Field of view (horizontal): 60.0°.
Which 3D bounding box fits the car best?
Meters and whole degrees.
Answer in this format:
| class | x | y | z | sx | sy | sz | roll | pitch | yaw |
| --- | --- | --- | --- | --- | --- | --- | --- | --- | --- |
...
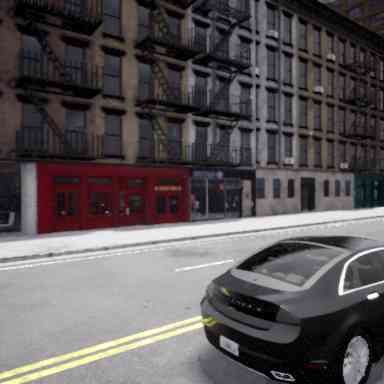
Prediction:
| class | x | y | z | sx | sy | sz | roll | pitch | yaw |
| --- | --- | --- | --- | --- | --- | --- | --- | --- | --- |
| car | 2.381 | 1.441 | 5.147 | 4.892 | 1.490 | 1.837 | -1 | 1 | -36 |
